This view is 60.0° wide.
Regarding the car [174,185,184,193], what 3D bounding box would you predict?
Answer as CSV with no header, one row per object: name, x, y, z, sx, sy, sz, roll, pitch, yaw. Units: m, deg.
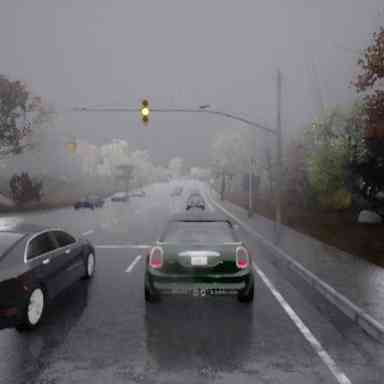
car,-2.861,-0.750,75.035,2.033,1.411,5.357,0,4,1

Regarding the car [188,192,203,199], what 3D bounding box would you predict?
car,0.361,1.045,34.014,2.033,1.411,5.357,0,1,1

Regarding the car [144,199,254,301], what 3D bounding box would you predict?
car,0.147,1.230,8.158,2.097,1.767,4.553,0,1,0

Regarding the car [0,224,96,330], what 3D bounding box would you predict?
car,-3.374,1.405,6.662,1.837,1.490,4.892,0,1,0

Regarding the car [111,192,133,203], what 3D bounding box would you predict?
car,-10.194,0.773,47.729,1.882,1.535,5.008,0,1,1

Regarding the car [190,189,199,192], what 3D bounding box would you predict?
car,0.543,0.117,64.597,2.033,1.411,5.357,0,4,1

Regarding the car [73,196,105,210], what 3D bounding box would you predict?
car,-10.338,1.104,33.653,1.895,1.301,4.718,0,1,1

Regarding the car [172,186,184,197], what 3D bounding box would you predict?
car,-2.957,0.116,64.630,2.033,1.411,5.357,0,4,1

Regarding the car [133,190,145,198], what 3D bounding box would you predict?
car,-10.011,0.279,62.447,1.994,1.385,4.181,0,4,1
